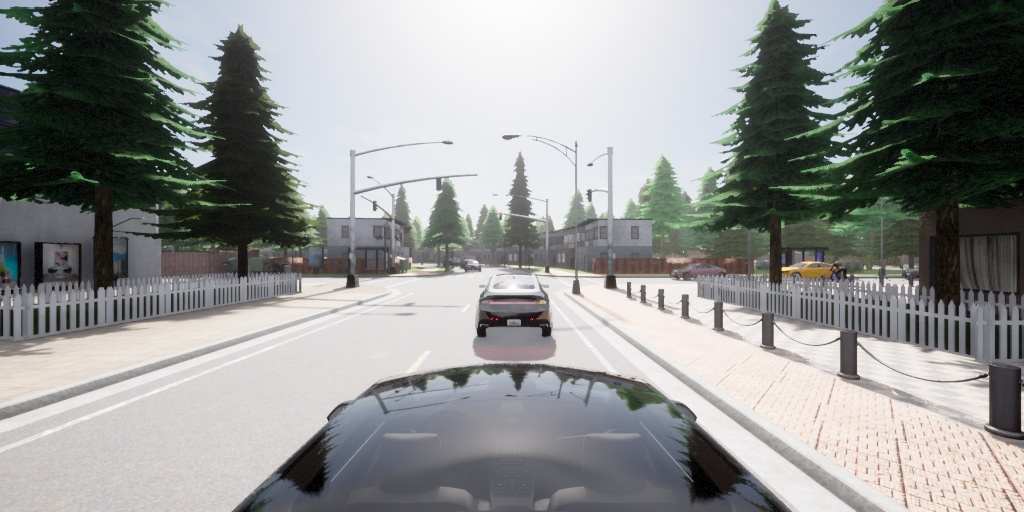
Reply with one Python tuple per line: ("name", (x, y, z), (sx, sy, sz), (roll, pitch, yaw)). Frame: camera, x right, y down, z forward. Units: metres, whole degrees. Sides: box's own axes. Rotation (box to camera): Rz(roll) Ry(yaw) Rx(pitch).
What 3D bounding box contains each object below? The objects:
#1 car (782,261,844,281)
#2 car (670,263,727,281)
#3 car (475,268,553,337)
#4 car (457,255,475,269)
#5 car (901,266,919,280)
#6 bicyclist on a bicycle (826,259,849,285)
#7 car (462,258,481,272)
("car", (24.183, 1.212, 29.301), (5.008, 1.535, 1.882), (0, 0, 2))
("car", (15.304, 1.299, 29.558), (4.181, 1.385, 1.994), (0, 0, 2))
("car", (0.059, 1.242, 10.259), (2.128, 1.511, 4.902), (0, 0, 0))
("car", (-6.530, 0.934, 54.539), (2.150, 2.045, 5.566), (0, 0, -15))
("car", (34.555, 1.240, 28.977), (4.892, 1.490, 1.837), (0, 0, 2))
("bicyclist on a bicycle", (19.892, 1.035, 21.940), (0.582, 1.620, 1.656), (0, 0, 2))
("car", (-4.930, 1.280, 45.379), (1.994, 1.385, 4.181), (0, 0, -7))
